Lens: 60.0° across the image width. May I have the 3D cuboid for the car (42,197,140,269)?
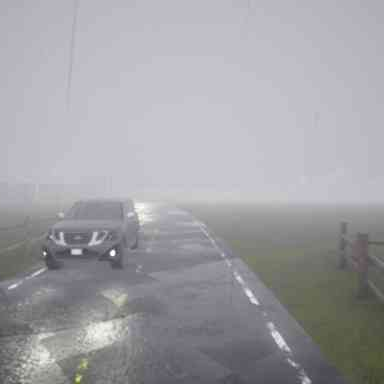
[{"bbox_3d":[-3.115,1.226,11.510,2.150,2.045,5.566,0,0,-2],"label":"car"}]
